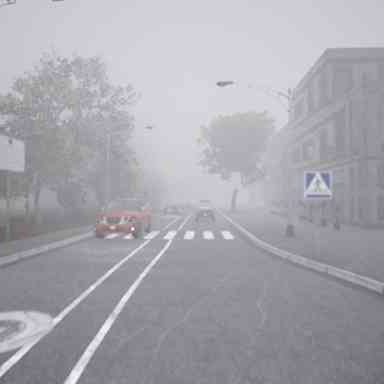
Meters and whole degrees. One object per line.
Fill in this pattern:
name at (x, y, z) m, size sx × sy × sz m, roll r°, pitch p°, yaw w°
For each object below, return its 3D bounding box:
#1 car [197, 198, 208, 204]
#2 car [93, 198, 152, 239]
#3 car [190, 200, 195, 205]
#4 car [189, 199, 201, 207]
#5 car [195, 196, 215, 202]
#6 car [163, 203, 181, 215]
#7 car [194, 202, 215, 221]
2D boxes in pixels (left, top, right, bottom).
car at (2.807, 2.439, 90.909) m, size 2.002 × 1.452 × 4.674 m, roll -1°, pitch 1°, yaw 14°
car at (-3.603, 1.369, 18.405) m, size 2.150 × 2.045 × 5.566 m, roll 0°, pitch -1°, yaw 3°
car at (0.015, 2.840, 74.484) m, size 2.002 × 1.452 × 4.674 m, roll -2°, pitch 1°, yaw 6°
car at (0.730, 2.637, 80.583) m, size 2.097 × 1.535 × 5.008 m, roll 1°, pitch 2°, yaw 11°
car at (1.948, 2.070, 50.913) m, size 2.150 × 2.045 × 5.566 m, roll 0°, pitch -1°, yaw 2°
car at (-2.587, 2.173, 43.147) m, size 2.128 × 1.511 × 4.902 m, roll 0°, pitch -1°, yaw 4°
car at (1.300, 1.973, 32.362) m, size 1.812 × 1.442 × 4.674 m, roll 0°, pitch -1°, yaw 2°
